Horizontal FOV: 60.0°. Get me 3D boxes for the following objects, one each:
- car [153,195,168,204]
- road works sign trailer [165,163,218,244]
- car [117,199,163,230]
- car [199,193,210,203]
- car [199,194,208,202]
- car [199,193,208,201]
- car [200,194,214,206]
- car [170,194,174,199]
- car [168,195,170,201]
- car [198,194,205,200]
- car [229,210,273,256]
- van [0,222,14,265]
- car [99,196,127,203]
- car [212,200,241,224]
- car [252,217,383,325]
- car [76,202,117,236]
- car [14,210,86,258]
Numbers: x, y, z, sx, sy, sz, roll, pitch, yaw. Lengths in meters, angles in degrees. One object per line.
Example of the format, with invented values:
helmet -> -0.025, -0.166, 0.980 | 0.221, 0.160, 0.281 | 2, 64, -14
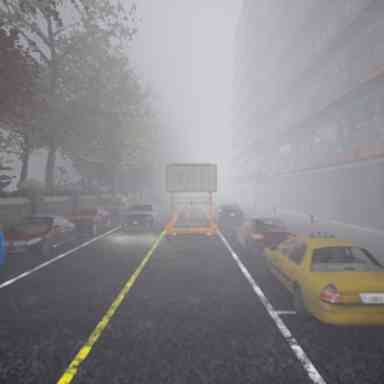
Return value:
car -> -5.778, 1.312, 57.643 | 1.967, 1.590, 4.097 | 0, 0, 0
road works sign trailer -> -0.023, 0.422, 15.628 | 2.380, 3.560, 2.880 | 0, 0, 0
car -> -3.131, 1.422, 20.967 | 1.882, 1.535, 5.008 | 0, 0, 0
car -> 2.585, 1.171, 68.915 | 2.192, 1.841, 5.009 | 0, 0, 0
car -> 2.577, 1.288, 74.546 | 1.967, 1.590, 4.097 | 0, 0, 0
car -> 2.602, 1.417, 57.656 | 1.887, 1.381, 4.507 | 0, 0, 0
car -> 2.612, 1.426, 52.025 | 1.887, 1.381, 4.507 | 0, 0, 0
car -> -5.803, 1.398, 74.533 | 2.008, 1.369, 4.403 | 0, 0, 0
car -> -5.787, 1.304, 63.271 | 1.967, 1.590, 4.097 | 0, 0, 0
car -> 2.551, 1.268, 91.436 | 1.967, 1.590, 4.097 | 0, 0, 0
car -> 2.671, 1.548, 12.613 | 1.802, 1.307, 4.206 | 0, 0, 0
van -> -5.700, 1.321, 6.968 | 1.690, 1.788, 3.998 | 0, 0, 0
car -> -5.726, 1.253, 23.862 | 2.192, 1.841, 5.009 | 0, 0, 0
car -> 2.654, 1.504, 23.875 | 1.947, 1.339, 4.313 | 0, 0, 0
car -> 2.680, 1.505, 7.152 | 1.752, 1.417, 4.829 | 0, 0, 0
car -> -5.718, 1.496, 18.230 | 1.887, 1.381, 4.507 | 0, 0, 0
car -> -5.709, 1.547, 12.600 | 1.802, 1.307, 4.206 | 0, 0, 0
